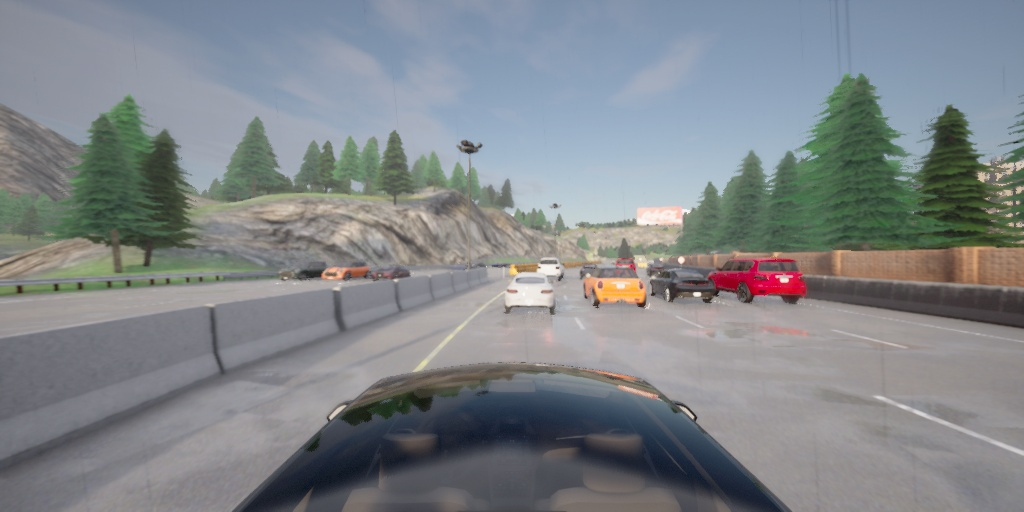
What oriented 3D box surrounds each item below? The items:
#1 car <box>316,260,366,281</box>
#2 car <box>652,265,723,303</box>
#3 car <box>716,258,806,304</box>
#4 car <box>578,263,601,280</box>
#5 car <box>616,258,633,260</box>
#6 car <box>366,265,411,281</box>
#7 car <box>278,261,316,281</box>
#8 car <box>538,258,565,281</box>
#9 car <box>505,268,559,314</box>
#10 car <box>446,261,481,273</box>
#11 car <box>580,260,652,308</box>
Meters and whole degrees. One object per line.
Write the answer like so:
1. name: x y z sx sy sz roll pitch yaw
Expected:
1. car: -14.672 1.266 32.000 2.097 1.767 4.553 0 0 11
2. car: 8.128 1.394 17.617 1.837 1.490 4.892 0 0 6
3. car: 11.606 1.122 17.537 2.150 2.045 5.566 0 0 7
4. car: 7.829 1.510 36.087 2.128 1.511 4.902 0 0 13
5. car: 11.851 1.266 37.865 2.150 2.045 5.566 0 0 14
6. car: -10.973 1.496 32.719 1.994 1.385 4.181 0 0 11
7. car: -18.255 1.253 31.740 2.097 1.767 4.553 0 0 10
8. car: 3.730 1.211 33.939 2.150 2.045 5.566 0 0 12
9. car: 0.769 1.367 14.329 1.812 1.442 4.674 0 0 5
10. car: -5.682 1.553 40.663 2.033 1.411 5.357 0 0 14
11. car: 4.456 1.219 16.162 2.097 1.767 4.553 0 0 5
